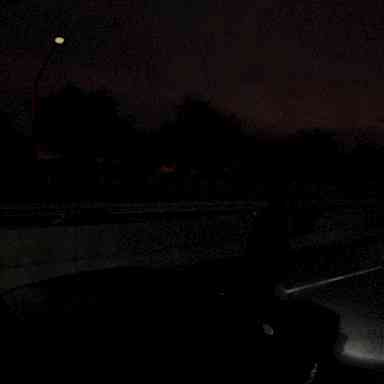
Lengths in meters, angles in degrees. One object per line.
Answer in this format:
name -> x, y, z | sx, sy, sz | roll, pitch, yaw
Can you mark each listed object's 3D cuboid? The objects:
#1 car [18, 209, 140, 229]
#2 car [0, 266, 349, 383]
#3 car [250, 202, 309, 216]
car -> -4.532, 1.496, 13.661 | 5.008, 1.535, 1.882 | 0, 0, -36
car -> -0.618, 1.554, 3.429 | 5.357, 1.411, 2.033 | 0, 0, -36
car -> 7.073, 1.678, 26.251 | 4.718, 1.301, 1.895 | 0, 0, -36
